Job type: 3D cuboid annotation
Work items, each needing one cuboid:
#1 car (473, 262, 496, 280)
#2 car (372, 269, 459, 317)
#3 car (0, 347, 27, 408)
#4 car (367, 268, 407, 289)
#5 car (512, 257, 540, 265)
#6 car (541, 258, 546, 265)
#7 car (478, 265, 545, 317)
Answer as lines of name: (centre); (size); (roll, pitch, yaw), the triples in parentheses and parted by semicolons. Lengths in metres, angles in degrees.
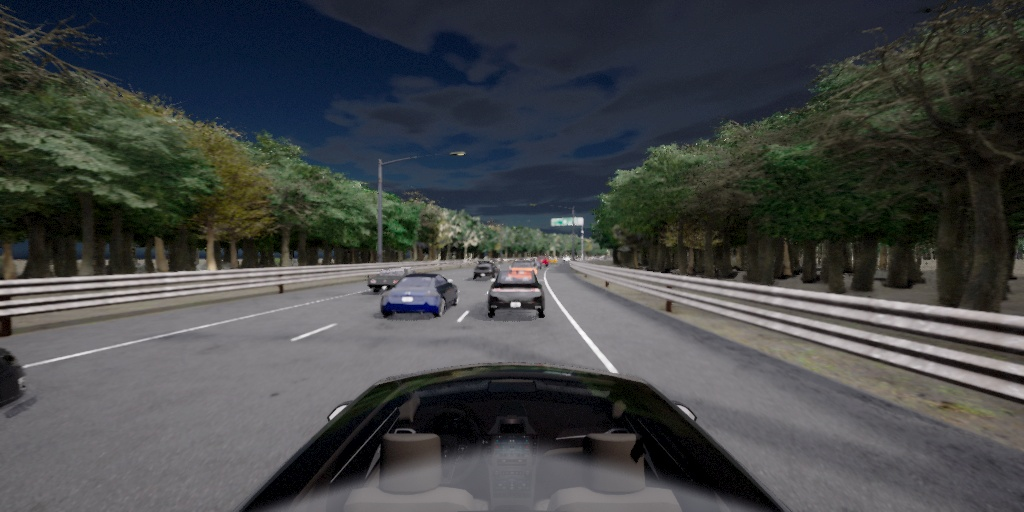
car: (-2.210, 1.275, 31.677); (1.837, 1.490, 4.892); (0, 0, 4)
car: (-3.189, 1.316, 13.136); (1.994, 1.385, 4.181); (0, 0, 2)
car: (-6.870, 1.240, 2.288); (1.837, 1.490, 4.892); (0, 0, 0)
car: (-6.413, 1.352, 20.645); (1.895, 1.301, 4.718); (0, 0, 3)
car: (0.808, 1.123, 26.312); (2.097, 1.767, 4.553); (0, 0, 4)
car: (3.712, 1.327, 55.458); (2.033, 1.411, 5.357); (0, 0, 8)
car: (0.191, 1.251, 13.201); (2.128, 1.511, 4.902); (0, 0, 2)
